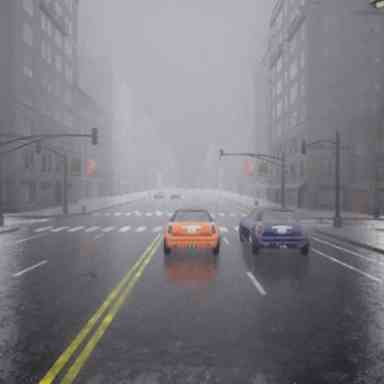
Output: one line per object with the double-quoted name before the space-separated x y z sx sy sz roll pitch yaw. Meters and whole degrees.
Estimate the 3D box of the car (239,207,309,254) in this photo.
"car" 3.262 1.420 14.068 2.097 1.767 4.553 0 0 1

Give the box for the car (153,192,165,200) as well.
"car" -6.558 0.776 66.777 1.837 1.490 4.892 0 1 0

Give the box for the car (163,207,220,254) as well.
"car" -0.009 1.420 14.063 2.097 1.767 4.553 0 0 0

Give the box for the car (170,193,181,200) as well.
"car" -3.309 0.873 66.771 1.895 1.301 4.718 0 1 0
